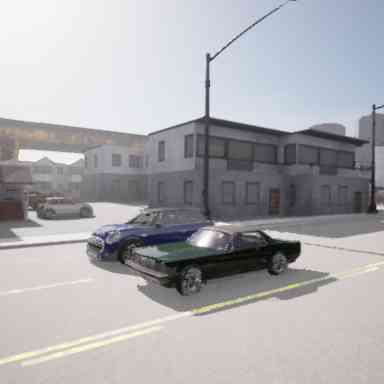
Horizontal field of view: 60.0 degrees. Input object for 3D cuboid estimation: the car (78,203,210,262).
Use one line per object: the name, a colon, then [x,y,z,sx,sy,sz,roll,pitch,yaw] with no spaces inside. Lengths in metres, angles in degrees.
car: [-1.278,1.354,11.674,4.553,1.767,2.097,0,0,-35]

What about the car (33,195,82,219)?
car: [-9.392,1.156,24.786,3.806,1.475,1.970,0,0,-35]

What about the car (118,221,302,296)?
car: [0.711,1.603,8.796,4.718,1.301,1.895,0,0,-35]

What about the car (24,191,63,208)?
car: [-13.218,0.805,32.004,5.027,1.636,2.152,1,-1,-35]

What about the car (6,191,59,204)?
car: [-18.930,0.645,39.597,5.357,1.415,2.033,1,0,-35]

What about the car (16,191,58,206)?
car: [-17.280,0.653,37.088,3.988,1.617,1.851,0,0,-35]
